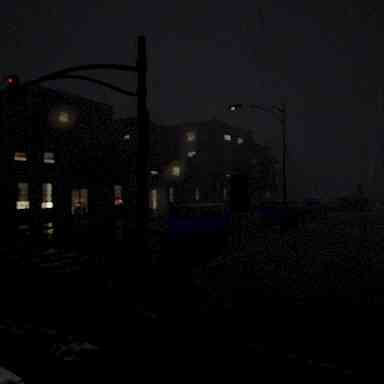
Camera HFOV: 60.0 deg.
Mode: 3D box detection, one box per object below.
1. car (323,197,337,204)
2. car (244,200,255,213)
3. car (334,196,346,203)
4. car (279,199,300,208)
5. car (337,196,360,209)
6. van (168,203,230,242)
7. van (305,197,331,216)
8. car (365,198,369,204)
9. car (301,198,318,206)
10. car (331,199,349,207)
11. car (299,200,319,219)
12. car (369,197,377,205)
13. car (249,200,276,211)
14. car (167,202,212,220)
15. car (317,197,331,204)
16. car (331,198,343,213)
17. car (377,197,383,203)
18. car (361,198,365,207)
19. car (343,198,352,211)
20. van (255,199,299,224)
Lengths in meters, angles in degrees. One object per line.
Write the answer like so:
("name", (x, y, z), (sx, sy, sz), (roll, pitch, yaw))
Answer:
("car", (31.681, 1.936, 76.304), (1.947, 1.339, 4.313), (0, 0, 35))
("car", (6.306, 1.648, 40.148), (1.967, 1.590, 4.097), (0, 0, 35))
("car", (38.025, 1.857, 85.344), (1.967, 1.590, 4.097), (0, 0, 35))
("car", (15.822, 1.808, 53.705), (1.887, 1.381, 4.507), (0, 0, 35))
("car", (22.671, 1.574, 48.879), (2.192, 1.841, 5.009), (0, 0, 35))
("van", (0.467, 1.481, 17.239), (1.690, 1.788, 3.998), (0, 0, 35))
("van", (13.155, 1.545, 35.318), (1.690, 1.788, 3.998), (0, 0, 35))
("car", (29.113, 1.825, 58.056), (1.752, 1.417, 4.829), (0, 0, 35))
("car", (22.166, 1.848, 62.745), (1.887, 1.381, 4.507), (0, 0, 35))
("car", (25.714, 1.894, 57.716), (1.895, 1.301, 4.718), (0, 0, 35))
("car", (9.983, 1.731, 30.797), (1.887, 1.381, 4.507), (0, 0, 35))
("car", (35.359, 1.887, 66.956), (1.887, 1.381, 4.507), (0, 0, 35))
("car", (9.478, 1.771, 44.667), (1.887, 1.381, 4.507), (0, 0, 35))
("car", (-0.136, 1.700, 30.967), (1.752, 1.417, 4.829), (0, 0, 35))
("car", (28.411, 1.872, 71.645), (1.752, 1.417, 4.829), (0, 0, 35))
("car", (16.425, 1.747, 39.977), (1.752, 1.417, 4.829), (0, 0, 35))
("car", (44.876, 1.978, 80.515), (1.947, 1.339, 4.313), (0, 0, 35))
("car", (25.843, 1.593, 53.398), (2.192, 1.841, 5.009), (0, 0, 35))
("car", (19.499, 1.805, 44.357), (1.947, 1.339, 4.313), (0, 0, 35))
("van", (6.811, 1.511, 26.279), (1.690, 1.788, 3.998), (0, 0, 35))
